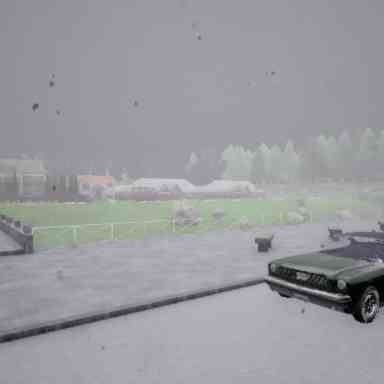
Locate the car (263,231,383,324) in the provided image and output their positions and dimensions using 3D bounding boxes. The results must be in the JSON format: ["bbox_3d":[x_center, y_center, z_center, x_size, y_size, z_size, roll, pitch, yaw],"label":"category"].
[{"bbox_3d":[3.780,1.600,7.284,4.718,1.301,1.895,0,0,-35],"label":"car"}]
